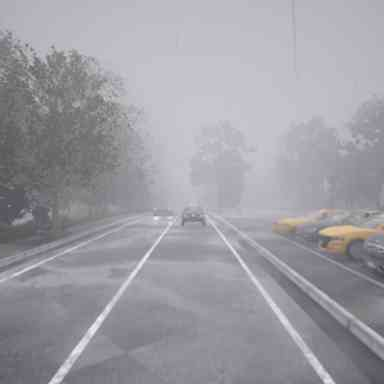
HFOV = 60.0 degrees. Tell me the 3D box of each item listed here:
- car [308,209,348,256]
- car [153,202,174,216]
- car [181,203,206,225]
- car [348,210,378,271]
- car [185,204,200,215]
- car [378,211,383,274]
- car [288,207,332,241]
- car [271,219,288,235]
[{"bbox_3d":[7.090,1.516,11.855,5.008,1.535,2.097,0,0,0],"label":"car"},{"bbox_3d":[-3.338,1.929,39.444,2.097,1.767,4.553,0,-2,0],"label":"car"},{"bbox_3d":[0.103,1.802,26.471,2.033,1.411,5.357,0,-1,0],"label":"car"},{"bbox_3d":[7.113,1.379,9.078,4.553,1.767,2.185,0,0,0],"label":"car"},{"bbox_3d":[0.105,2.218,43.041,1.812,1.442,4.674,0,-2,0],"label":"car"},{"bbox_3d":[7.051,1.246,6.307,5.566,2.045,2.435,0,0,0],"label":"car"},{"bbox_3d":[7.091,1.537,14.627,4.892,1.521,2.231,0,0,0],"label":"car"},{"bbox_3d":[6.901,1.562,17.396,5.366,1.575,1.946,0,0,0],"label":"car"}]
